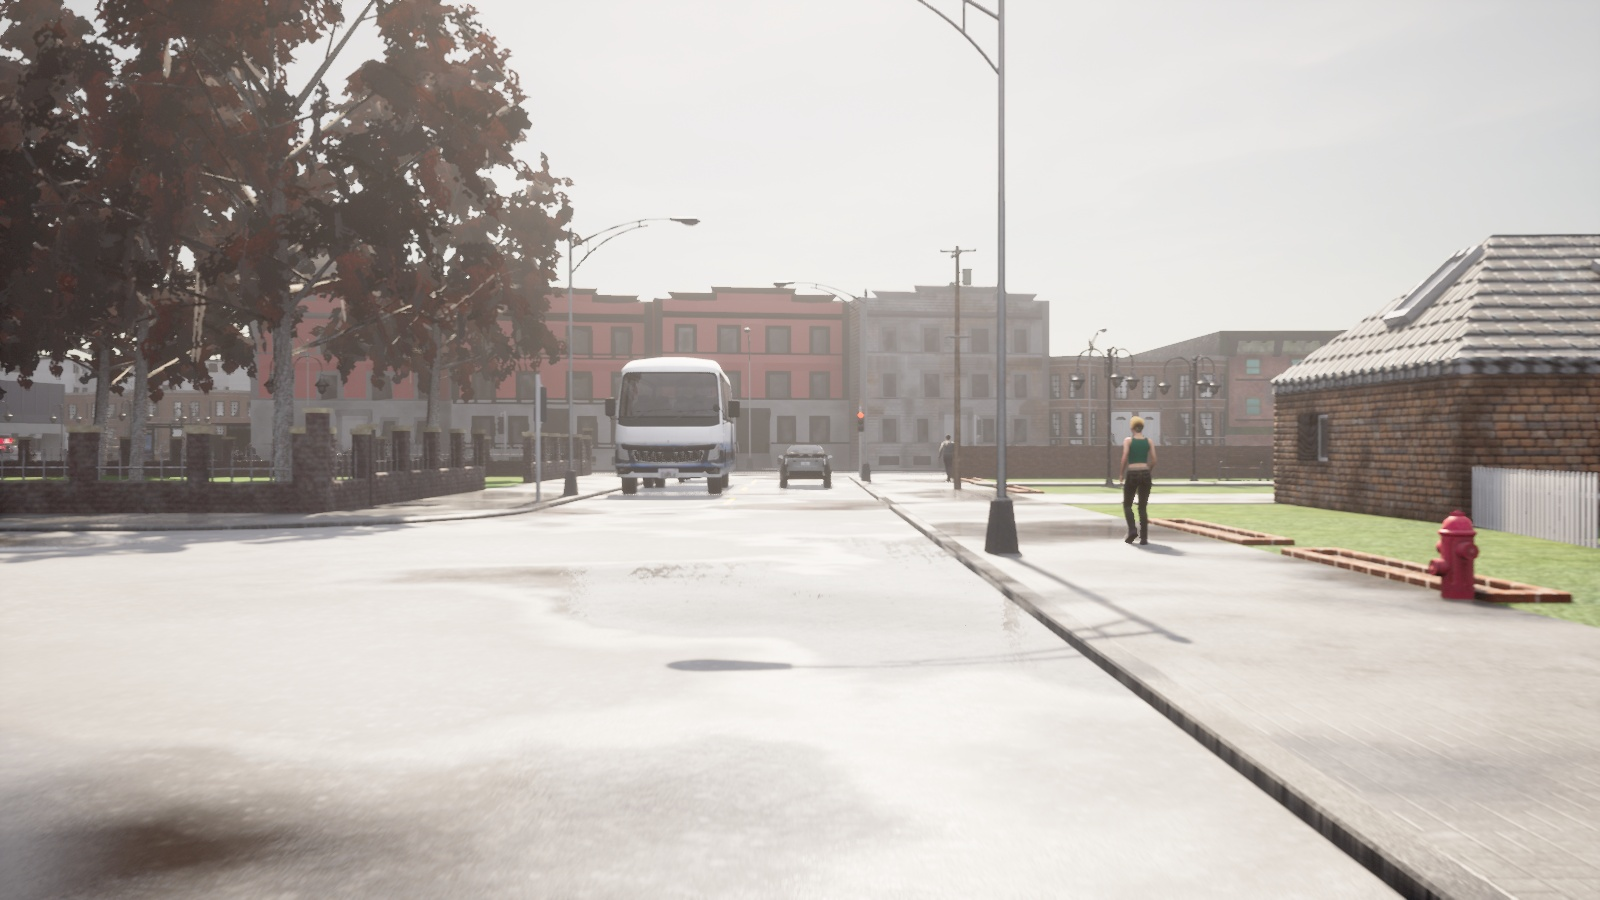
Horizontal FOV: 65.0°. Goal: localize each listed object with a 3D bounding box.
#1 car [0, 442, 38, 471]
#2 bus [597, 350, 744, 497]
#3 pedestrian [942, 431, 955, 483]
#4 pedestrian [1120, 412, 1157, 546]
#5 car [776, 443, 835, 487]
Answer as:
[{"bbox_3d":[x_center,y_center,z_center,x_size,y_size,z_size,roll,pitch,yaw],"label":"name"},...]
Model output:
[{"bbox_3d":[-44.441,0.344,69.053,3.988,1.617,1.851,0,0,0],"label":"car"},{"bbox_3d":[-3.961,-0.792,41.439,3.944,4.253,10.273,0,0,-1],"label":"bus"},{"bbox_3d":[5.649,0.249,47.686,0.423,1.949,0.788,0,0,11],"label":"pedestrian"},{"bbox_3d":[4.722,0.393,17.537,0.345,1.836,0.594,0,0,-2],"label":"pedestrian"},{"bbox_3d":[0.202,0.518,45.531,2.007,1.525,4.514,0,0,0],"label":"car"}]
